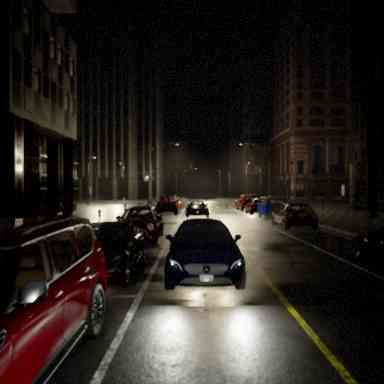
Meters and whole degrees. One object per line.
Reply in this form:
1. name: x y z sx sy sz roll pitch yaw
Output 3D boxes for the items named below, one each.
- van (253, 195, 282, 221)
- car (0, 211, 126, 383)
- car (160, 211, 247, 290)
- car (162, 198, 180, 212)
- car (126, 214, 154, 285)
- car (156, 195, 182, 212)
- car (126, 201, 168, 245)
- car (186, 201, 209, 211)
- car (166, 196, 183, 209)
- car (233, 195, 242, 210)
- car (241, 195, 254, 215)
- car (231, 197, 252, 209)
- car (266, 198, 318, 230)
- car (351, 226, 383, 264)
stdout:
1. van: 6.219 1.252 26.107 1.690 1.788 3.998 0 0 0
2. car: -2.396 1.302 3.731 2.192 1.841 5.009 0 0 0
3. car: 0.293 1.494 9.141 1.812 1.442 4.674 0 0 0
4. car: -2.261 1.400 37.174 1.752 1.417 4.829 0 0 0
5. car: -2.372 1.534 9.334 1.947 1.339 4.313 0 0 0
6. car: -2.283 1.208 31.742 2.192 1.841 5.009 0 0 0
7. car: -2.350 1.389 14.935 1.967 1.590 4.097 0 0 0
8. car: 0.471 1.464 29.289 1.994 1.385 4.181 0 0 0
9. car: -2.238 1.296 42.946 1.967 1.590 4.097 0 0 0
10. car: 6.264 1.189 37.311 2.192 1.841 5.009 0 0 0
11. car: 6.242 1.333 31.709 1.967 1.590 4.097 0 0 0
12. car: 6.288 1.407 42.913 2.008 1.369 4.403 0 0 0
13. car: 6.197 1.370 20.506 1.967 1.590 4.097 0 0 0
14. car: 6.153 1.533 9.303 1.947 1.339 4.313 0 0 0
